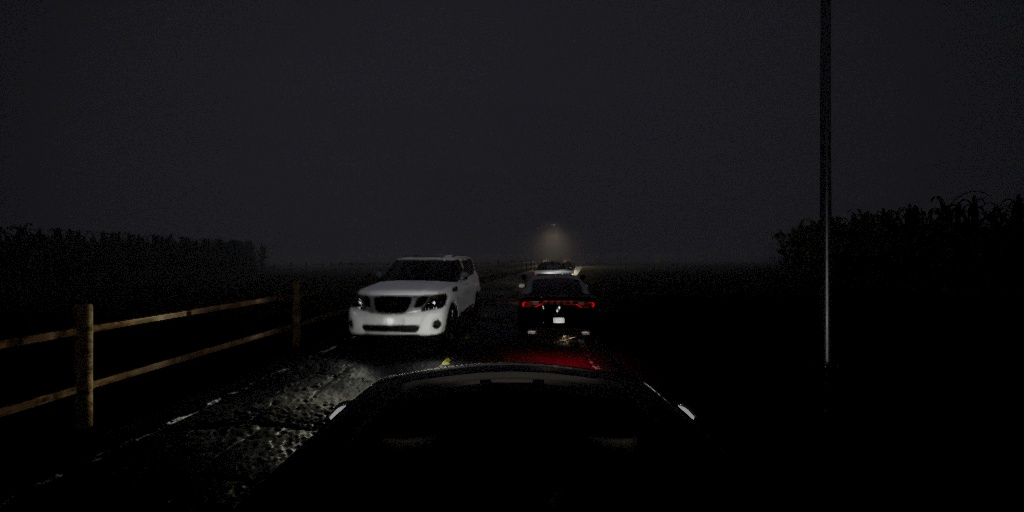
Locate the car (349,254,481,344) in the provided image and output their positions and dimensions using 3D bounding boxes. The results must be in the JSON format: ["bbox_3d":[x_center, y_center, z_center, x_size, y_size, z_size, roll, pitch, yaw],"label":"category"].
[{"bbox_3d":[-2.260,0.970,9.999,2.150,2.045,5.566,0,0,4],"label":"car"}]

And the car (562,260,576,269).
[{"bbox_3d":[8.865,1.293,55.700,1.895,1.301,4.718,0,0,12],"label":"car"}]

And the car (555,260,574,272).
[{"bbox_3d":[6.724,1.270,45.851,1.994,1.385,4.181,0,0,13],"label":"car"}]

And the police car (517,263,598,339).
[{"bbox_3d":[1.198,1.173,10.259,1.930,1.638,5.238,0,0,4],"label":"police car"}]

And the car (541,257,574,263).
[{"bbox_3d":[2.259,1.089,19.908,2.097,1.767,4.553,0,0,8],"label":"car"}]
